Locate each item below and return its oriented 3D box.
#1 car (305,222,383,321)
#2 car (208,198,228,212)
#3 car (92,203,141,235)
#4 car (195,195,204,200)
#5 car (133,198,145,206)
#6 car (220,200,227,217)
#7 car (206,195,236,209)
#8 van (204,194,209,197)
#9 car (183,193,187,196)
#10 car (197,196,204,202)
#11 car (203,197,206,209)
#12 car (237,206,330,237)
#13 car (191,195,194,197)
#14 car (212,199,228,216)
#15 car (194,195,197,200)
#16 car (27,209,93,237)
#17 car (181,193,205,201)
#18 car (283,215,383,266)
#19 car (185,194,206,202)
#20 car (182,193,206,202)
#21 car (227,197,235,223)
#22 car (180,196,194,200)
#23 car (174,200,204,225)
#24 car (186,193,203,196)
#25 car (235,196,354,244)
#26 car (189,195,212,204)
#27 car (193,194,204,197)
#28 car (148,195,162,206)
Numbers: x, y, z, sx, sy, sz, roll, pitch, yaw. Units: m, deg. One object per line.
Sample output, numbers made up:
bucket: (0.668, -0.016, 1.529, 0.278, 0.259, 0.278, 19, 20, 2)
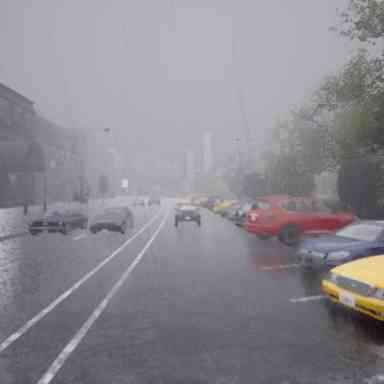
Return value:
car: (5.109, 1.496, 6.522, 5.366, 1.575, 1.946, 1, 0, -21)
car: (4.550, 1.606, 33.318, 5.008, 1.535, 2.097, 1, -1, -23)
car: (-4.539, 1.610, 19.738, 2.033, 1.411, 5.357, 0, 0, -2)
car: (3.530, 1.714, 51.115, 5.008, 1.535, 2.097, 1, -1, -24)
car: (-9.509, 1.798, 60.128, 2.128, 1.511, 4.902, 0, 0, -4)
car: (4.916, 1.564, 24.406, 4.892, 1.521, 2.231, 1, 0, -22)
car: (4.386, 1.496, 36.278, 4.553, 1.767, 2.185, 1, -1, -23)
van: (4.209, 1.433, 42.272, 4.442, 1.987, 1.878, 1, -1, -23)
car: (1.501, 1.482, 74.793, 5.566, 2.045, 2.435, 0, 1, -26)
car: (3.746, 1.695, 48.145, 5.008, 1.535, 2.097, 1, 0, -24)
car: (4.273, 1.639, 39.248, 5.008, 1.535, 2.097, 1, 0, -23)
car: (5.083, 1.579, 18.467, 4.674, 1.452, 2.002, 1, 0, -22)
car: (2.866, 1.772, 60.002, 5.008, 1.535, 2.097, 1, -1, -25)
car: (4.656, 1.620, 30.336, 4.792, 1.488, 2.163, 1, 0, -22)
car: (3.496, 1.734, 54.155, 5.366, 1.575, 1.946, 1, -1, -24)
car: (-7.313, 1.661, 18.658, 1.895, 1.301, 4.718, 0, 0, -2)
car: (0.253, 1.285, 86.645, 5.566, 2.045, 2.435, 0, 1, -27)
car: (5.251, 1.550, 9.558, 4.674, 1.452, 2.002, 1, 0, -21)
car: (0.927, 1.521, 80.738, 4.553, 1.767, 2.185, 0, 1, -26)
car: (0.547, 1.340, 83.657, 5.566, 2.045, 2.435, 0, 1, -27)
car: (4.969, 1.424, 21.433, 4.553, 1.767, 2.185, 1, -1, -22)
car: (-1.137, 1.653, 41.964, 1.882, 1.535, 5.008, 0, 0, -3)
car: (-0.350, 1.606, 24.689, 1.812, 1.442, 4.674, 0, 0, -2)
car: (2.395, 1.536, 65.945, 5.566, 2.045, 2.435, 1, 0, -25)
car: (5.178, 1.277, 15.515, 5.566, 2.045, 2.435, 1, -1, -21)
car: (1.790, 1.635, 71.838, 4.553, 1.767, 2.185, 1, 0, -26)
car: (3.135, 1.628, 57.048, 4.553, 1.767, 2.185, 1, 0, -24)
car: (-6.698, 1.515, 60.148, 2.150, 2.045, 5.566, 0, 0, -4)
